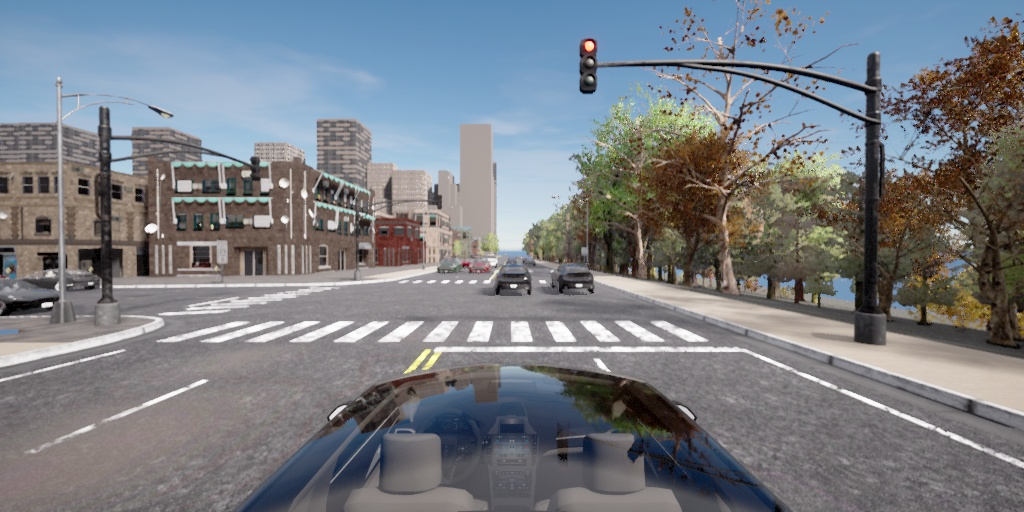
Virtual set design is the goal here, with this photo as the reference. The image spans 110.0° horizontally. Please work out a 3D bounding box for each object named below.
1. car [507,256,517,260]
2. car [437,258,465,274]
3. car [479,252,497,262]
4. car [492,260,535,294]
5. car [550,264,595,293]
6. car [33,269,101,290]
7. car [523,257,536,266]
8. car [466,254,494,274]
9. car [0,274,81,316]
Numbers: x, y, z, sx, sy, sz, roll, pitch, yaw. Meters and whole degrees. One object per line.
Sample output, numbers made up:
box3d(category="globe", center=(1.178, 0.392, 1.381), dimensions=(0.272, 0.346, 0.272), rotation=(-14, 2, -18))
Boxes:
box3d(category="car", center=(-0.041, 1.080, 64.162), dimensions=(1.994, 1.385, 4.181), rotation=(0, 0, 0))
box3d(category="car", center=(-6.619, 0.966, 38.301), dimensions=(2.097, 1.767, 4.553), rotation=(0, 0, 0))
box3d(category="car", center=(-3.362, 0.777, 53.895), dimensions=(2.150, 2.045, 5.566), rotation=(0, 0, 0))
box3d(category="car", center=(0.081, 1.190, 19.780), dimensions=(1.837, 1.490, 4.892), rotation=(0, 0, 0))
box3d(category="car", center=(3.331, 1.189, 20.188), dimensions=(1.837, 1.490, 4.892), rotation=(0, 0, 0))
box3d(category="car", center=(-28.295, 1.489, 22.241), dimensions=(4.403, 1.370, 2.007), rotation=(0, 0, 0))
box3d(category="car", center=(3.209, 1.065, 63.747), dimensions=(2.033, 1.411, 5.357), rotation=(0, 0, 0))
box3d(category="car", center=(-3.370, 0.966, 38.306), dimensions=(2.097, 1.767, 4.553), rotation=(0, 0, 0))
box3d(category="car", center=(-19.958, 1.523, 13.734), dimensions=(4.313, 1.339, 1.948), rotation=(0, 0, 0))
